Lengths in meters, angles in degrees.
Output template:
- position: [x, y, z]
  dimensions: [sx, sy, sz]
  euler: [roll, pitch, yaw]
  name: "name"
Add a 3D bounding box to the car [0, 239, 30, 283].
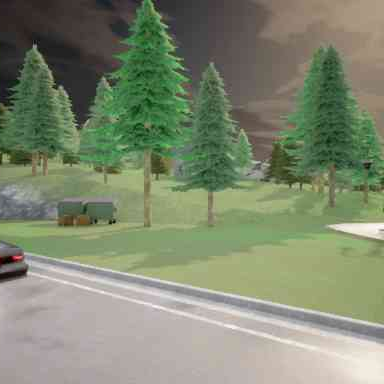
- position: [-6.307, 1.548, 8.494]
  dimensions: [5.357, 1.411, 2.033]
  euler: [0, 0, 36]
  name: "car"
